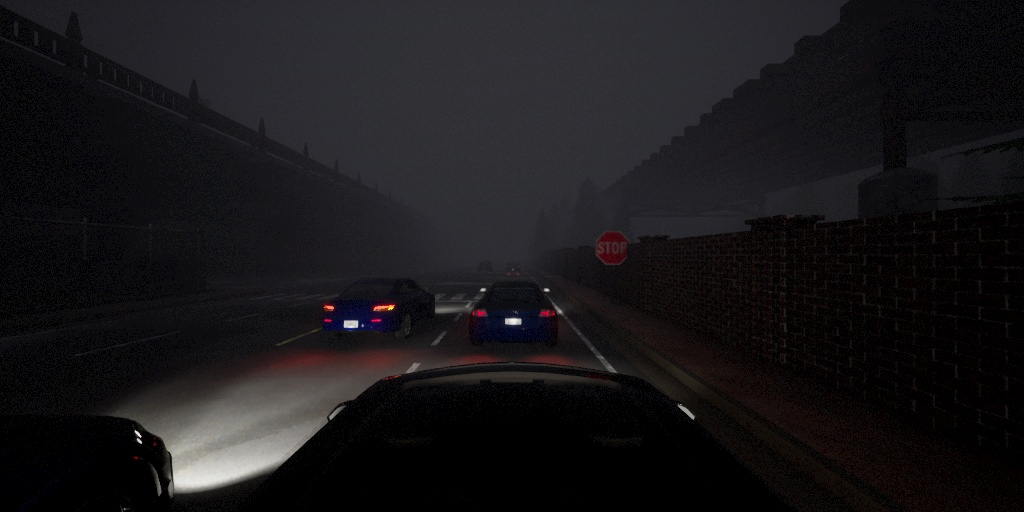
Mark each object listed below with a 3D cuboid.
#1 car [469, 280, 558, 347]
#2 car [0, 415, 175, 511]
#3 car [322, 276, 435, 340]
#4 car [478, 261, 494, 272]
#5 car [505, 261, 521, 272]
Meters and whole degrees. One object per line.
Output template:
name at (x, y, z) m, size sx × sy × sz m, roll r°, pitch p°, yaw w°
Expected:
car at (0.071, 1.314, 9.364) m, size 1.994 × 1.385 × 4.181 m, roll 0°, pitch 0°, yaw 1°
car at (-3.399, 1.314, 0.791) m, size 1.994 × 1.385 × 4.181 m, roll 0°, pitch 0°, yaw 0°
car at (-3.411, 1.276, 9.887) m, size 1.812 × 1.442 × 4.674 m, roll 0°, pitch 0°, yaw 0°
car at (-3.384, 1.297, 46.000) m, size 2.033 × 1.411 × 5.357 m, roll 0°, pitch 0°, yaw -1°
car at (0.111, 1.351, 46.174) m, size 1.895 × 1.301 × 4.718 m, roll 0°, pitch 0°, yaw -1°
